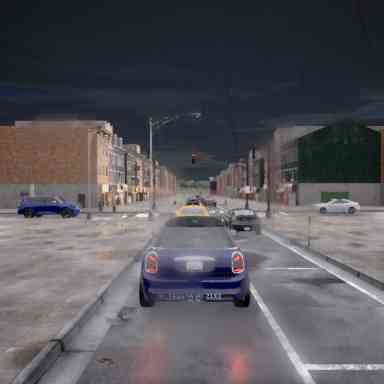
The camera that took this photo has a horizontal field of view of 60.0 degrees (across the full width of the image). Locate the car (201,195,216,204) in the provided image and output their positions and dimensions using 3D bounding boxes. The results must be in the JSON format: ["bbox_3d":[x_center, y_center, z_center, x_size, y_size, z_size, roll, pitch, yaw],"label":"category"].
[{"bbox_3d":[2.760,1.547,50.733,1.887,1.381,4.507,-1,0,0],"label":"car"}]

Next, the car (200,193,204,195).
[{"bbox_3d":[2.820,1.556,72.863,1.887,1.381,4.507,-1,0,0],"label":"car"}]

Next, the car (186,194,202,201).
[{"bbox_3d":[0.186,1.507,51.372,1.837,1.490,4.892,0,0,1],"label":"car"}]

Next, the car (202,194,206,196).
[{"bbox_3d":[2.790,1.589,61.798,1.802,1.307,4.206,-1,0,0],"label":"car"}]

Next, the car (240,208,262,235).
[{"bbox_3d":[2.672,1.546,18.288,2.008,1.369,4.403,-1,0,0],"label":"car"}]

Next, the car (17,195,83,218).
[{"bbox_3d":[-12.856,1.335,30.275,5.566,2.045,2.150,0,1,0],"label":"car"}]

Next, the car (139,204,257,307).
[{"bbox_3d":[0.069,1.349,8.122,2.097,1.767,4.553,0,0,1],"label":"car"}]

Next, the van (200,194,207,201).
[{"bbox_3d":[2.845,1.357,83.928,1.690,1.788,3.998,-1,0,0],"label":"van"}]

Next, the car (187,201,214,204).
[{"bbox_3d":[0.067,1.473,17.997,1.882,1.535,5.008,0,0,1],"label":"car"}]

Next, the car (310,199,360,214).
[{"bbox_3d":[14.246,1.405,33.154,4.674,1.442,1.812,0,1,-2],"label":"car"}]
